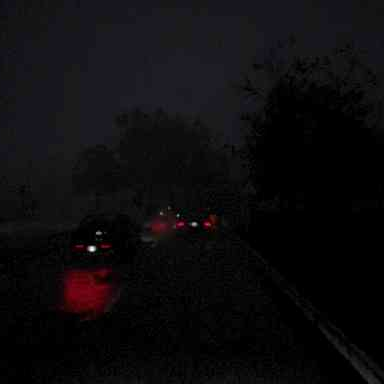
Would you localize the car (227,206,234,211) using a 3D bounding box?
[{"bbox_3d":[6.851,3.987,79.653,5.008,1.535,1.882,-3,-5,44],"label":"car"}]

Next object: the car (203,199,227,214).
[{"bbox_3d":[2.192,1.517,35.775,2.128,1.511,4.902,-1,-1,12],"label":"car"}]

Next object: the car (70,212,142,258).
[{"bbox_3d":[-3.149,1.525,12.897,1.837,1.490,4.892,0,0,0],"label":"car"}]

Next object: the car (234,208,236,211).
[{"bbox_3d":[8.840,4.253,82.262,4.181,1.385,1.994,-3,-5,44],"label":"car"}]

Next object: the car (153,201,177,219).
[{"bbox_3d":[-2.184,1.557,30.100,1.837,1.490,4.892,-1,0,8],"label":"car"}]

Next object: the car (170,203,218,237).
[{"bbox_3d":[0.133,1.573,18.158,2.033,1.411,5.357,0,0,1],"label":"car"}]
